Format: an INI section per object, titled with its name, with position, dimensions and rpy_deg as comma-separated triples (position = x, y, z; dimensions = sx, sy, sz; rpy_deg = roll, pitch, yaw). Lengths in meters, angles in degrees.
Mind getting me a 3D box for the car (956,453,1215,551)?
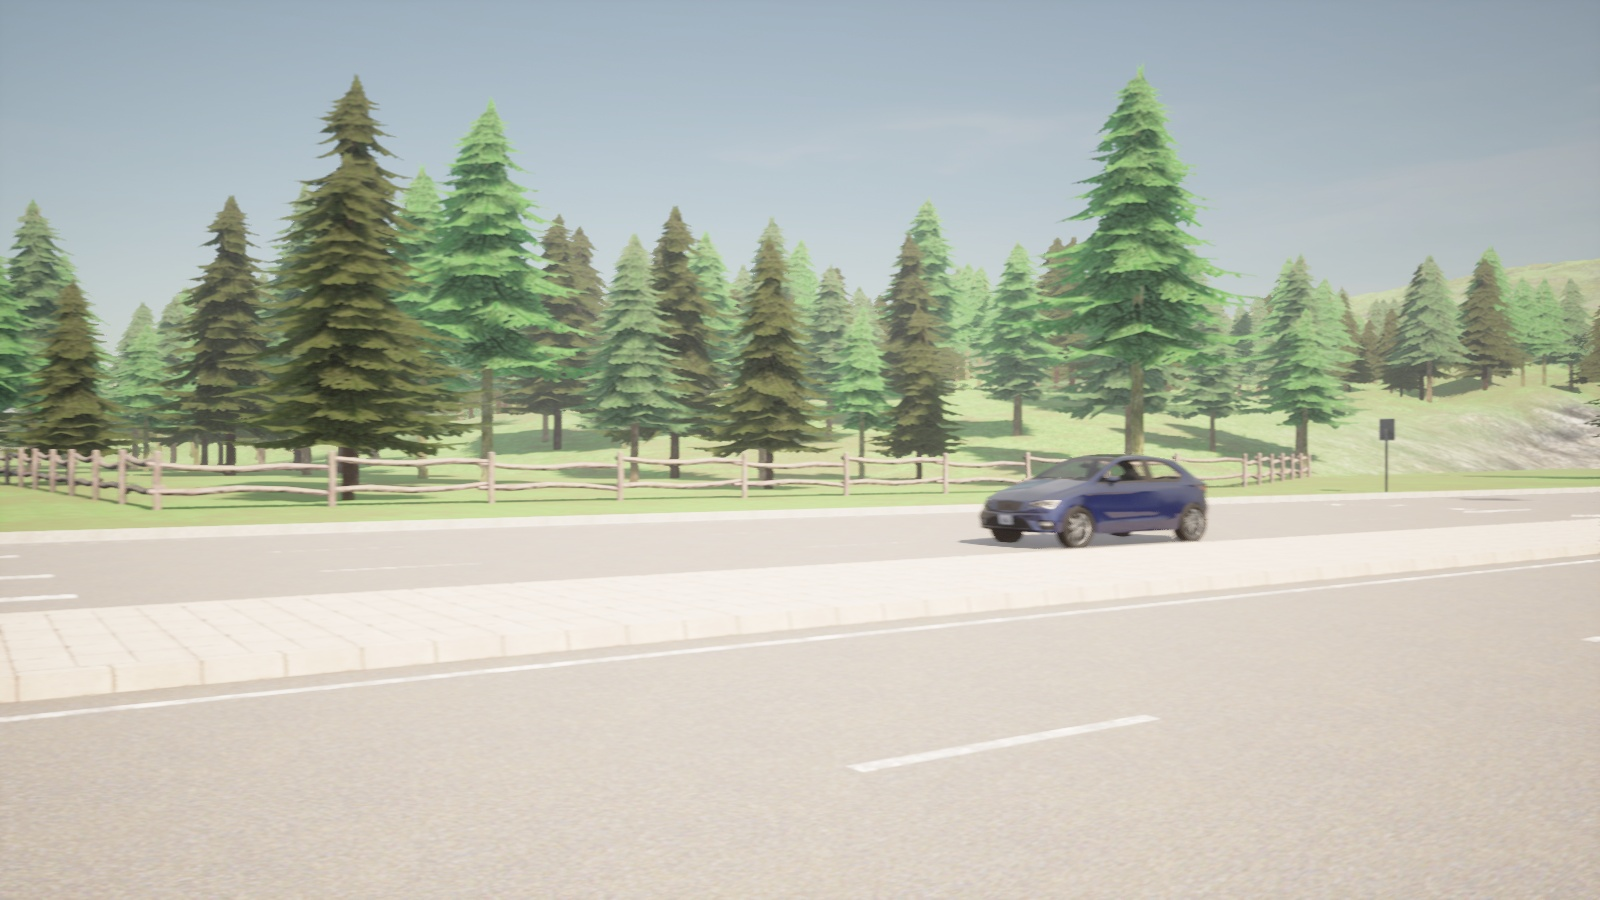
[car]
position = 4.775, 0.788, 20.813
dimensions = 4.193, 1.474, 1.816
rpy_deg = 0, 0, -34
